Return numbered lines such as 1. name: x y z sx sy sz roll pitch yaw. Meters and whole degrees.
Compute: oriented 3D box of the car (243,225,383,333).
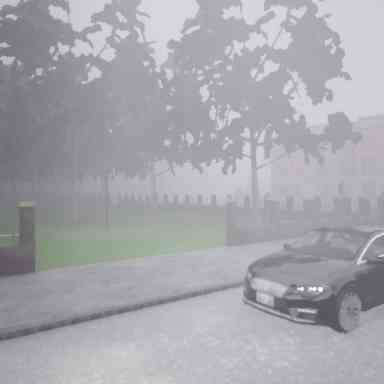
1. car: 3.191 1.483 6.860 4.902 1.511 2.128 0 0 -35
